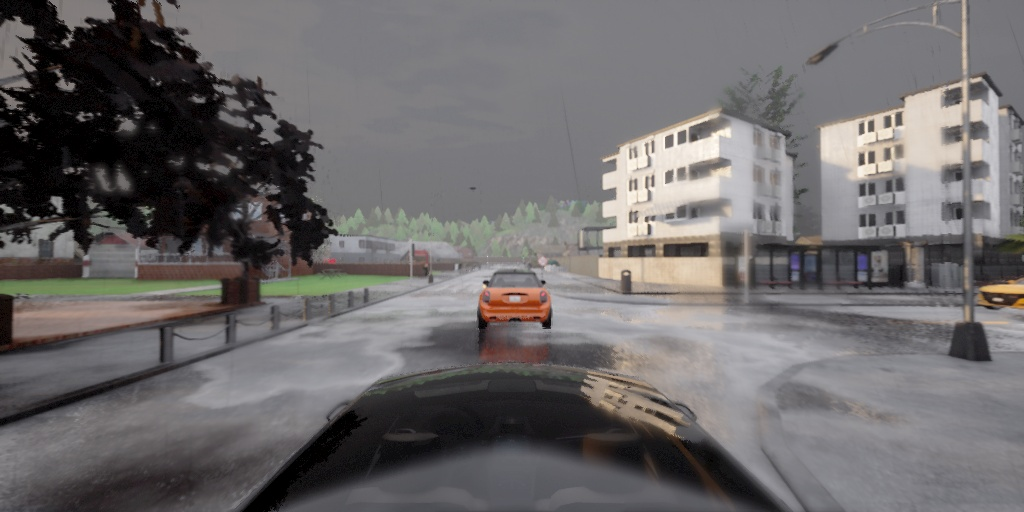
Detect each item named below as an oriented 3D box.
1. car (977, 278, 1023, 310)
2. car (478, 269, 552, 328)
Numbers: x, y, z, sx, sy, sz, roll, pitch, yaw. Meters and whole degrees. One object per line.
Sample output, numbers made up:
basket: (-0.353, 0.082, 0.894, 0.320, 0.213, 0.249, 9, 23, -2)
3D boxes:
car: (20.741, 1.370, 13.473, 5.008, 1.535, 1.882, 0, -1, 0)
car: (0.081, 1.209, 11.929, 2.097, 1.767, 4.553, 0, -1, 0)
